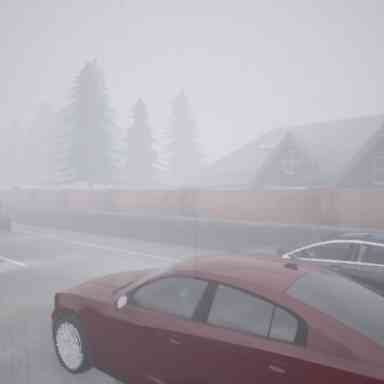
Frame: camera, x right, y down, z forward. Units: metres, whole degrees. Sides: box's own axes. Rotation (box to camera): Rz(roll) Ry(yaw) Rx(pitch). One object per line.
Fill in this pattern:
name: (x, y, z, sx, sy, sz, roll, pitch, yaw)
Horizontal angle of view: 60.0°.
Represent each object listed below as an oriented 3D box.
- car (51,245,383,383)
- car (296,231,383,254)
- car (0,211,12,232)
car: (0.336, 1.482, 3.872, 5.008, 1.535, 1.882, 0, 0, 36)
car: (2.948, 1.509, 6.292, 4.902, 1.511, 2.128, 0, 0, 36)
car: (-11.824, 1.512, 18.789, 4.181, 1.385, 1.994, 0, 0, 44)
